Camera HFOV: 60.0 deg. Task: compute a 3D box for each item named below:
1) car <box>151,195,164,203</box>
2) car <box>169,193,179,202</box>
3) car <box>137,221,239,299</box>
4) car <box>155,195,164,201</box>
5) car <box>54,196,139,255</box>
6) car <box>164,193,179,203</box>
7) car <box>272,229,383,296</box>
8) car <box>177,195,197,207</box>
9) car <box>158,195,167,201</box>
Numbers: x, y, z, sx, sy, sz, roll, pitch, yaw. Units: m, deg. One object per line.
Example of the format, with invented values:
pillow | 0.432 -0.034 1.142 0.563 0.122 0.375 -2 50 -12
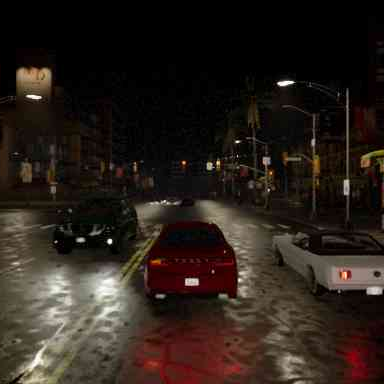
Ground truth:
car | -7.739 1.532 71.518 2.033 1.411 5.357 0 0 -1
car | -4.334 1.216 80.599 2.150 2.045 5.566 0 0 -1
car | -0.014 1.477 8.487 1.882 1.535 5.008 0 0 0
car | -7.838 1.515 81.013 1.812 1.442 4.674 0 0 -1
car | -3.621 1.220 13.707 2.150 2.045 5.566 0 0 1
car | -4.236 1.347 71.260 2.097 1.767 4.553 0 0 -1
car | 3.488 1.600 8.579 1.895 1.301 4.718 0 0 0
car | -0.699 1.558 52.108 1.994 1.385 4.181 0 0 4
car | -7.946 1.515 91.128 2.128 1.511 4.902 0 0 -1
